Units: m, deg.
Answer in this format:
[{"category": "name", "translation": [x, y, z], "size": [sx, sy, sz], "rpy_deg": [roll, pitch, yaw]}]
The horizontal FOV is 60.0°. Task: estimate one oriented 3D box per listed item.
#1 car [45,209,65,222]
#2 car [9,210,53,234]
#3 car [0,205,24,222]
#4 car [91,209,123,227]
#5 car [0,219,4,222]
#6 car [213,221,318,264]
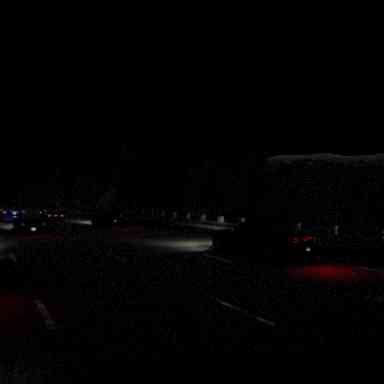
[{"category": "car", "translation": [-14.948, 2.466, 35.363], "size": [2.033, 1.411, 5.357], "rpy_deg": [2, -2, -32]}, {"category": "car", "translation": [-11.361, 2.141, 23.248], "size": [1.895, 1.301, 4.718], "rpy_deg": [2, -2, -33]}, {"category": "car", "translation": [-18.913, 2.195, 35.082], "size": [2.097, 1.767, 4.553], "rpy_deg": [2, -3, -33]}, {"category": "car", "translation": [-7.953, 2.363, 30.916], "size": [2.128, 1.511, 4.902], "rpy_deg": [2, -2, -33]}, {"category": "car", "translation": [-6.667, 1.634, 9.410], "size": [2.128, 1.511, 4.902], "rpy_deg": [2, -2, -33]}, {"category": "car", "translation": [2.836, 1.948, 14.030], "size": [1.882, 1.535, 5.008], "rpy_deg": [2, -2, -33]}]
